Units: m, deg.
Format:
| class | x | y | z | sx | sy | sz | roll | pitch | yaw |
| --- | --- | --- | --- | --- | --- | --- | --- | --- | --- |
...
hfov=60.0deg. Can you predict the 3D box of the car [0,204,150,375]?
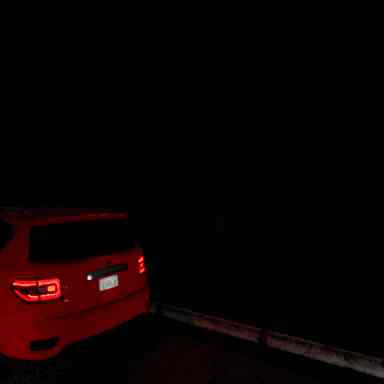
| class | x | y | z | sx | sy | sz | roll | pitch | yaw |
| --- | --- | --- | --- | --- | --- | --- | --- | --- | --- |
| car | -3.237 | 1.229 | 5.686 | 5.566 | 2.045 | 2.150 | 0 | 0 | 35 |
